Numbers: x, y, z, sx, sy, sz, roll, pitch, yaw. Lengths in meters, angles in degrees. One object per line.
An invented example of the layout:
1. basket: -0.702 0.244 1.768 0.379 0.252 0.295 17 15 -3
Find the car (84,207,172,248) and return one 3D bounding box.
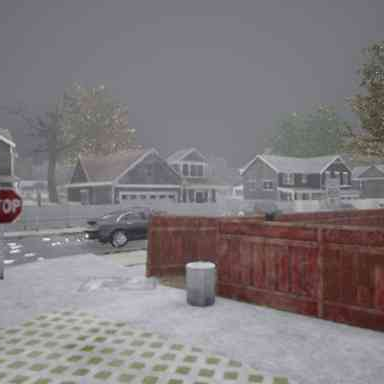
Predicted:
1. car: -2.346 1.554 15.039 4.892 1.490 1.837 1 -2 -36

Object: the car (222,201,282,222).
1. car: 4.193 1.464 23.038 4.553 1.767 2.097 0 0 -35

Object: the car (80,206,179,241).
1. car: -3.214 1.566 17.672 4.892 1.490 1.837 0 0 -37

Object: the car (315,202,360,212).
1. car: 12.566 1.673 28.742 4.892 1.490 1.837 0 0 -33

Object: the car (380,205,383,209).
1. car: 21.572 1.581 34.461 4.553 1.767 2.097 1 -1 -31
